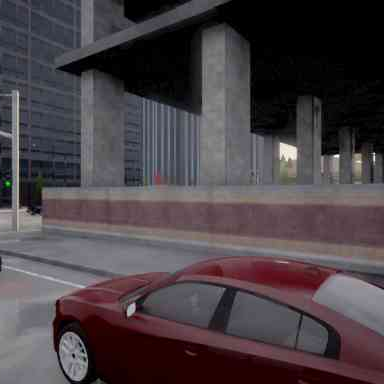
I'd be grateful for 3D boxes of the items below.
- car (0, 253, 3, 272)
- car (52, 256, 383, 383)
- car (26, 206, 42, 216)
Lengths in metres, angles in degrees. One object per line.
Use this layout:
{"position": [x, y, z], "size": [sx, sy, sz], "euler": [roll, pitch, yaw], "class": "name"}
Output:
{"position": [-6.876, 1.564, 8.844], "size": [4.181, 1.385, 1.994], "euler": [0, 0, 36], "class": "car"}
{"position": [0.470, 1.478, 3.655], "size": [5.008, 1.535, 1.882], "euler": [0, 0, 35], "class": "car"}
{"position": [-14.070, 1.656, 33.511], "size": [1.895, 1.301, 4.718], "euler": [0, 0, 36], "class": "car"}
